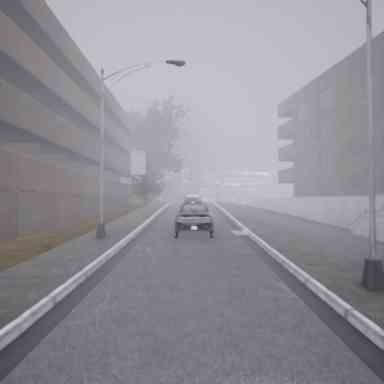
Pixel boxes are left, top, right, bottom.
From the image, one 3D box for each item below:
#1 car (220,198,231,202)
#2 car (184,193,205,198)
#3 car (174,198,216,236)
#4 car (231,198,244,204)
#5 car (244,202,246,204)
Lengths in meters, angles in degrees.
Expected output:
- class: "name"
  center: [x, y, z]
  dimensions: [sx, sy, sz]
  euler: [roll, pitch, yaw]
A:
- class: "car"
  center: [7.828, 2.577, 91.659]
  dimensions: [2.185, 1.767, 4.553]
  euler: [6, -4, -31]
- class: "car"
  center: [0.104, 0.873, 35.143]
  dimensions: [1.812, 1.442, 4.674]
  euler: [0, 1, 0]
- class: "car"
  center: [0.100, 1.305, 17.000]
  dimensions: [2.128, 1.511, 4.902]
  euler: [0, 1, 0]
- class: "car"
  center: [10.825, 2.746, 92.218]
  dimensions: [2.435, 2.045, 5.566]
  euler: [7, -4, -30]
- class: "car"
  center: [13.658, 3.285, 92.916]
  dimensions: [1.946, 1.575, 5.366]
  euler: [7, -4, -30]
